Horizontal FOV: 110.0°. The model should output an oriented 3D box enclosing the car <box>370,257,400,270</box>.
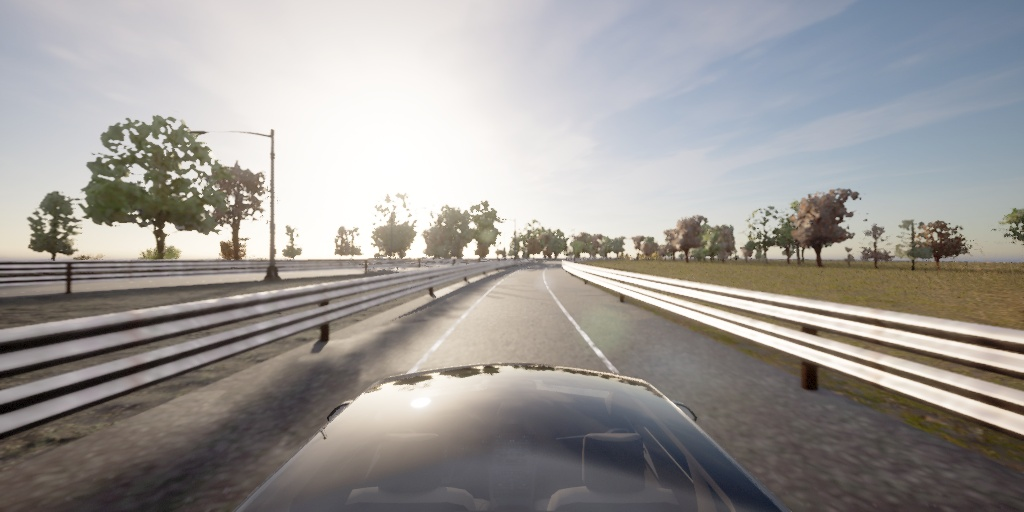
[{"bbox_3d":[-16.335,0.897,46.296,2.128,1.511,4.902,0,0,16],"label":"car"}]
